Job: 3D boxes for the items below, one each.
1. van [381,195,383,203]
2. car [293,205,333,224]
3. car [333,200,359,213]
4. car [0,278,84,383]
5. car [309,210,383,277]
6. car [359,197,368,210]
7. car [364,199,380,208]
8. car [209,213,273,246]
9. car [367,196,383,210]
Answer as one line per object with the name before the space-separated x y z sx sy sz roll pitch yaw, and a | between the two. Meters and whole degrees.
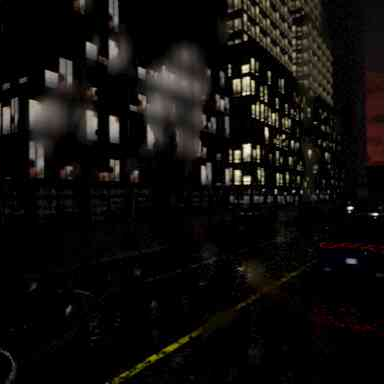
van | 42.030 1.535 71.844 1.690 1.788 3.998 -1 0 35
car | 9.090 1.736 25.419 1.802 1.307 4.206 -1 -1 35
car | 15.678 1.716 34.705 2.008 1.369 4.403 -1 -1 35
car | -3.661 1.627 2.982 2.033 1.411 5.357 -1 -1 35
car | 5.289 1.520 10.066 1.882 1.535 5.008 -1 -1 35
car | 22.267 1.719 43.989 1.887 1.381 4.507 -1 -1 35
car | 28.855 1.765 53.274 1.802 1.307 4.206 -1 -1 35
car | 2.502 1.708 16.136 1.947 1.339 4.313 -1 -1 35
car | 23.646 1.624 41.298 2.128 1.511 4.902 -1 -1 35
